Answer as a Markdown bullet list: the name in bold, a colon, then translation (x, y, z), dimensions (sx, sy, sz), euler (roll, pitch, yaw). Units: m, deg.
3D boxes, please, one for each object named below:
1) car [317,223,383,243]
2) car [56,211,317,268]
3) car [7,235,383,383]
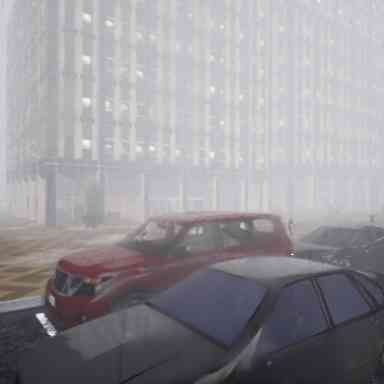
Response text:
- **car**: translation (4.425, 1.626, 9.718), dimensions (4.313, 1.339, 1.947), euler (0, 0, -35)
- **car**: translation (-0.070, 1.339, 6.512), dimensions (5.009, 1.841, 2.192), euler (0, 0, -35)
- **car**: translation (0.852, 1.567, 3.987), dimensions (5.357, 1.411, 2.033), euler (0, 0, -36)
